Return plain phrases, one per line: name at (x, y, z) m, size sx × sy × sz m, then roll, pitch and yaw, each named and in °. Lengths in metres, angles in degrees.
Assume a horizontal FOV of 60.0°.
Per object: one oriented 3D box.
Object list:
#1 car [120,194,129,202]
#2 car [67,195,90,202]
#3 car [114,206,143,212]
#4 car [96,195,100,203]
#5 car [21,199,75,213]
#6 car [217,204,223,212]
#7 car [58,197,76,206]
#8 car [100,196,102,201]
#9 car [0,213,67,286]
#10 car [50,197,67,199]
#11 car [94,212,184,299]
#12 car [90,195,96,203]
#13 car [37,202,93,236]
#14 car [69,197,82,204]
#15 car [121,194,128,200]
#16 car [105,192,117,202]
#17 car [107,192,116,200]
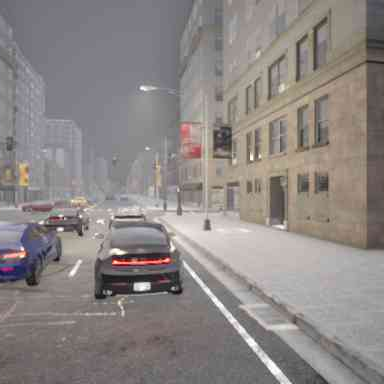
car at (-15.918, 1.480, 78.394) m, size 1.882 × 1.535 × 5.008 m, roll 0°, pitch 0°, yaw -12°
car at (-16.575, 1.486, 48.962) m, size 1.882 × 1.535 × 5.008 m, roll 0°, pitch 0°, yaw -12°
car at (-3.389, 1.492, 17.654) m, size 2.128 × 1.511 × 4.902 m, roll 0°, pitch 0°, yaw -12°
car at (-20.337, 1.561, 67.644) m, size 1.994 × 1.385 × 4.181 m, roll 0°, pitch 0°, yaw -12°
car at (-14.832, 1.609, 34.116) m, size 4.718 × 1.301 × 1.895 m, roll 0°, pitch 0°, yaw -12°
car at (5.298, 1.656, 38.198) m, size 4.718 × 1.301 × 1.895 m, roll 0°, pitch 0°, yaw -11°
car at (-21.678, 1.556, 57.750) m, size 2.033 × 1.411 × 5.357 m, roll 0°, pitch 0°, yaw -11°
car at (-23.046, 1.388, 80.778) m, size 1.837 × 1.490 × 4.892 m, roll 0°, pitch 0°, yaw -12°
car at (-4.836, 1.525, 9.089) m, size 1.812 × 1.442 × 4.674 m, roll 0°, pitch 0°, yaw -12°
car at (-19.783, 1.500, 48.174) m, size 2.128 × 1.511 × 4.902 m, roll 0°, pitch 0°, yaw -15°
car at (-1.410, 1.504, 8.541) m, size 1.837 × 1.490 × 4.892 m, roll 0°, pitch 0°, yaw -12°
car at (-18.415, 1.361, 58.041) m, size 2.097 × 1.767 × 4.553 m, roll 0°, pitch 0°, yaw -12°
car at (-6.685, 1.505, 18.048) m, size 1.837 × 1.490 × 4.892 m, roll 0°, pitch 0°, yaw -12°
car at (-23.640, 1.603, 67.569) m, size 1.895 × 1.301 × 4.718 m, roll 0°, pitch 0°, yaw -12°
car at (-18.023, 1.372, 88.599) m, size 1.837 × 1.490 × 4.892 m, roll 0°, pitch 0°, yaw -12°
car at (-19.107, 1.227, 77.767) m, size 2.150 × 2.045 × 5.566 m, roll 0°, pitch 0°, yaw -12°
car at (-21.212, 1.097, 87.972) m, size 2.150 × 2.045 × 5.566 m, roll 0°, pitch 0°, yaw -12°
